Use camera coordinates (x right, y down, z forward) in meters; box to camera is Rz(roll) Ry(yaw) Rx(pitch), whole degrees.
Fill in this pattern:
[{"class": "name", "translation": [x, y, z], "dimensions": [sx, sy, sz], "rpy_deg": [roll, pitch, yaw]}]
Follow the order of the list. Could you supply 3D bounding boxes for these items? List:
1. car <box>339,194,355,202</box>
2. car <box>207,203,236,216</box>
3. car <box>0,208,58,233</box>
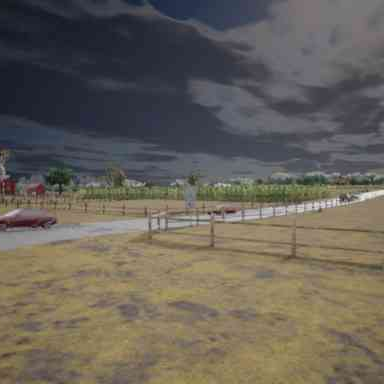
[{"class": "car", "translation": [39.249, 1.416, 85.066], "dimensions": [2.150, 2.045, 5.566], "rpy_deg": [-1, 0, 36]}, {"class": "car", "translation": [3.832, 2.219, 42.436], "dimensions": [1.882, 1.535, 5.008], "rpy_deg": [-1, -1, 36]}, {"class": "car", "translation": [-11.308, 1.827, 22.122], "dimensions": [1.812, 1.442, 4.674], "rpy_deg": [-2, -2, 40]}]
